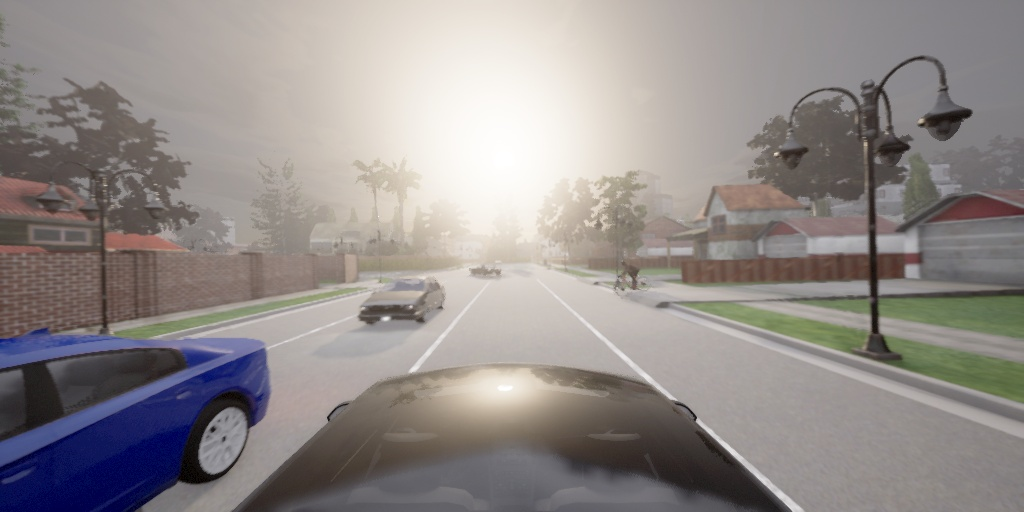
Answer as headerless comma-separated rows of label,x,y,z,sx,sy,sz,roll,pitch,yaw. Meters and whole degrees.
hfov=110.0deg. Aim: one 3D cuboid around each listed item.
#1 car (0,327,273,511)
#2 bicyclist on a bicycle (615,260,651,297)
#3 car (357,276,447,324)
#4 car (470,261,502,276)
car,-3.640,1.322,1.939,1.882,1.535,5.008,-2,0,0
bicyclist on a bicycle,5.364,0.958,16.246,1.656,1.620,0.582,-15,0,0
car,-3.620,1.429,12.936,2.033,1.411,5.357,-2,0,0
car,-3.040,1.554,40.052,1.895,1.301,4.718,-1,0,-30
